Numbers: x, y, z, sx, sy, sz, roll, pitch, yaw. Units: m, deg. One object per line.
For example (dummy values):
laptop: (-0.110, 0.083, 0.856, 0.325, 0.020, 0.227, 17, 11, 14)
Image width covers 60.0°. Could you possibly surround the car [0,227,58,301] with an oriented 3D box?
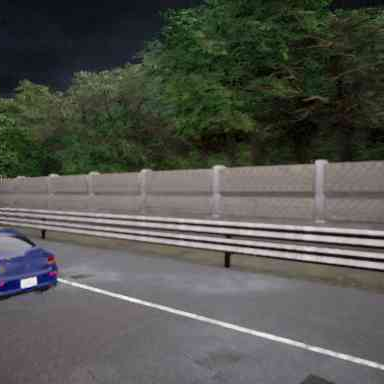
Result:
car: (-4.892, 1.515, 7.533, 4.674, 1.442, 1.812, 0, 0, 36)
